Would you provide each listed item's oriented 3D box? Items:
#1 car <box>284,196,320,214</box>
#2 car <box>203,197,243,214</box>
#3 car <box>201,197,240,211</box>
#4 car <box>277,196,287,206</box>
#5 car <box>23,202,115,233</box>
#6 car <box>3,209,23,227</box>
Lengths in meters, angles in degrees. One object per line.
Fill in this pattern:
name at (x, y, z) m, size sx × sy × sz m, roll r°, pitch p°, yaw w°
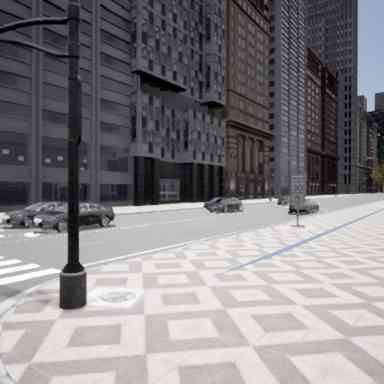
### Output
car at (10.919, 1.352, 32.238) m, size 1.994 × 1.385 × 4.181 m, roll 0°, pitch 1°, yaw 36°
car at (3.383, 1.295, 33.231) m, size 1.837 × 1.490 × 4.892 m, roll 0°, pitch 1°, yaw 36°
car at (3.436, 1.298, 38.856) m, size 2.033 × 1.411 × 5.357 m, roll 0°, pitch 1°, yaw 36°
car at (13.627, 1.238, 47.284) m, size 1.994 × 1.385 × 4.181 m, roll 0°, pitch 1°, yaw 36°
car at (-6.691, 1.389, 19.279) m, size 2.128 × 1.511 × 4.902 m, roll 0°, pitch 1°, yaw 34°
car at (-9.305, 1.379, 21.177) m, size 2.128 × 1.511 × 4.902 m, roll 0°, pitch 1°, yaw 37°
